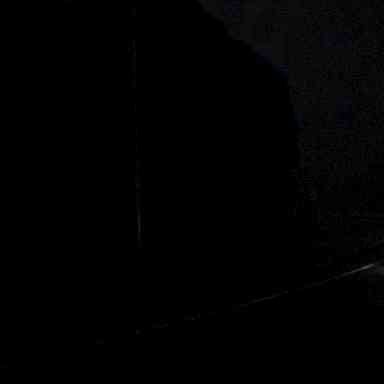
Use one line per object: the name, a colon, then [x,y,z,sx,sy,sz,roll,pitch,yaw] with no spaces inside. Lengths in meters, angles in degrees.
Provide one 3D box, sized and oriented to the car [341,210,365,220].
car: [24.585,3.566,50.917,1.837,1.490,4.892,-1,-4,1]
